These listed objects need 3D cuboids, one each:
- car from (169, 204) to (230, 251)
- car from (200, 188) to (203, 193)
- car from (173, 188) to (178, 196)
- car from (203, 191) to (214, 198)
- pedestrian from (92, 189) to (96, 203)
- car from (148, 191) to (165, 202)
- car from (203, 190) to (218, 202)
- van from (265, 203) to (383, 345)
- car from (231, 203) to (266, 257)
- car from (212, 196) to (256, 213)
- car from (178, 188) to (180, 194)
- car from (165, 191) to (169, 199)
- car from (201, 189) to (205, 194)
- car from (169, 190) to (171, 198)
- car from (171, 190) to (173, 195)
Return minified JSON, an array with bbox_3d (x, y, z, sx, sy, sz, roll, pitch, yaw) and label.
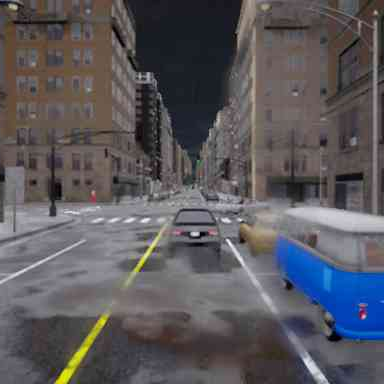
[{"bbox_3d":[0.096,1.342,13.046,2.033,1.411,5.357,0,1,0],"label":"car"},{"bbox_3d":[3.337,0.351,77.006,1.947,1.339,4.313,1,1,1],"label":"car"},{"bbox_3d":[-5.119,0.225,82.461,1.752,1.417,4.829,1,1,1],"label":"car"},{"bbox_3d":[3.197,0.506,65.947,1.887,1.381,4.507,1,1,1],"label":"car"},{"bbox_3d":[-12.362,0.495,41.723,0.375,1.860,0.375,0,0,0],"label":"pedestrian"},{"bbox_3d":[-5.539,0.806,49.463,1.802,1.307,4.206,1,1,1],"label":"car"},{"bbox_3d":[2.986,0.790,49.358,1.947,1.339,4.313,1,1,1],"label":"car"},{"bbox_3d":[2.677,1.245,6.023,1.690,1.788,3.998,1,1,0],"label":"van"},{"bbox_3d":[2.675,1.338,11.869,1.752,1.417,4.829,1,1,0],"label":"car"},{"bbox_3d":[4.264,1.183,26.436,4.718,1.301,1.895,-1,1,-35],"label":"car"},{"bbox_3d":[-5.048,0.174,88.160,1.947,1.339,4.313,1,1,1],"label":"car"},{"bbox_3d":[-5.469,0.702,54.991,1.947,1.339,4.313,1,1,1],"label":"car"},{"bbox_3d":[3.126,0.600,60.417,2.008,1.369,4.403,1,1,1],"label":"car"},{"bbox_3d":[-5.398,0.599,60.519,2.008,1.369,4.403,1,1,1],"label":"car"},{"bbox_3d":[-5.328,0.506,66.047,1.887,1.381,4.507,1,1,1],"label":"car"}]
